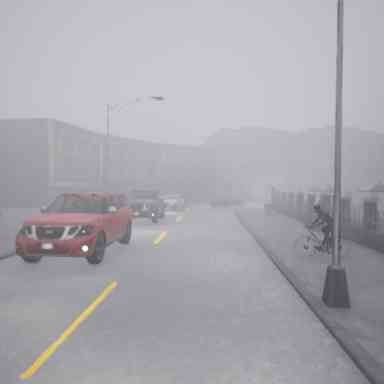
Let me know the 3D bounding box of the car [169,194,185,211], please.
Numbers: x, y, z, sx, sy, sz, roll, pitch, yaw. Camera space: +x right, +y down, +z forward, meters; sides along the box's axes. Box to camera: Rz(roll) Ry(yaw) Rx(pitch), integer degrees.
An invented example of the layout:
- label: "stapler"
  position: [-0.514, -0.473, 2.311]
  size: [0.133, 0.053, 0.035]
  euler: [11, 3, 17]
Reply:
- label: "car"
  position: [-1.952, 0.951, 31.790]
  size: [1.812, 1.442, 4.674]
  euler: [1, 1, 15]

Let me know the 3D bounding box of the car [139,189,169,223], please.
- label: "car"
  position: [-3.049, 0.812, 21.612]
  size: [2.150, 2.045, 5.566]
  euler: [1, 1, 2]

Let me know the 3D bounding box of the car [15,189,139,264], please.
- label: "car"
  position: [-3.546, 0.988, 11.257]
  size: [2.150, 2.045, 5.566]
  euler: [1, 1, 3]

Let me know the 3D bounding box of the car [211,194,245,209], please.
- label: "car"
  position: [3.845, 0.920, 34.775]
  size: [2.128, 1.511, 4.902]
  euler: [0, 1, 34]

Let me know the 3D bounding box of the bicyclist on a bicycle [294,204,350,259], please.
- label: "bicyclist on a bicycle"
  position: [3.890, 1.201, 9.945]
  size: [1.656, 1.620, 0.582]
  euler: [0, 1, 3]
